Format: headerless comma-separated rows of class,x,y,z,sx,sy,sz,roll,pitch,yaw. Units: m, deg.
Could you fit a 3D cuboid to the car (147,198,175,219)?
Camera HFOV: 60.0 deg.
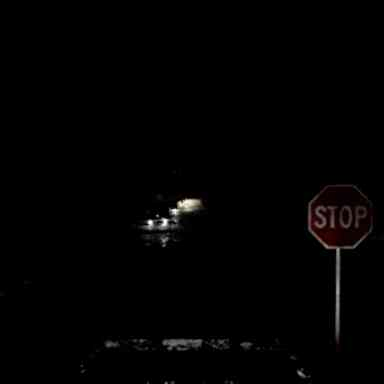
car,-2.819,1.513,29.357,2.033,1.411,5.357,0,0,-1

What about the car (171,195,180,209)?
car,-2.842,1.467,43.433,1.812,1.442,4.674,0,0,0

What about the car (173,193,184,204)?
car,-2.761,1.124,62.992,2.150,2.045,5.566,0,0,0
